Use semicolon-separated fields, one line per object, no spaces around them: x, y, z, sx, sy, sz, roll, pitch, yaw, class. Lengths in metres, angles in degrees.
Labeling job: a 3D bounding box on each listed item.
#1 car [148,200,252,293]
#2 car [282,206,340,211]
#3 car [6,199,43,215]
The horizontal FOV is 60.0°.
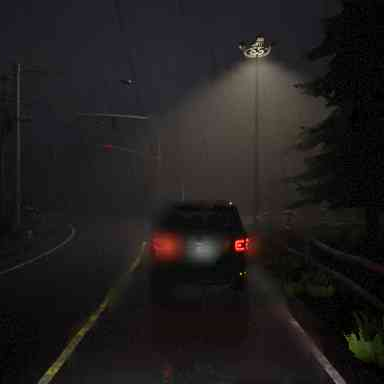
0.008;1.221;9.065;2.150;2.045;5.566;0;0;-5;car
10.701;1.628;30.144;4.718;1.301;1.895;0;0;0;car
-17.202;1.505;33.802;4.892;1.490;1.837;0;0;30;car
